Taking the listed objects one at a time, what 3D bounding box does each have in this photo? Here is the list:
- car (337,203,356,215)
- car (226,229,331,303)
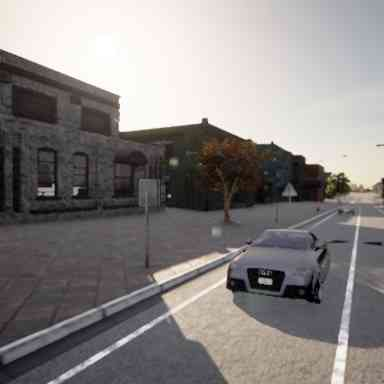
[{"bbox_3d":[19.867,2.152,42.740,2.128,1.511,4.902,0,-1,27],"label":"car"},{"bbox_3d":[2.409,1.673,8.584,1.994,1.385,4.181,0,-1,27],"label":"car"}]
